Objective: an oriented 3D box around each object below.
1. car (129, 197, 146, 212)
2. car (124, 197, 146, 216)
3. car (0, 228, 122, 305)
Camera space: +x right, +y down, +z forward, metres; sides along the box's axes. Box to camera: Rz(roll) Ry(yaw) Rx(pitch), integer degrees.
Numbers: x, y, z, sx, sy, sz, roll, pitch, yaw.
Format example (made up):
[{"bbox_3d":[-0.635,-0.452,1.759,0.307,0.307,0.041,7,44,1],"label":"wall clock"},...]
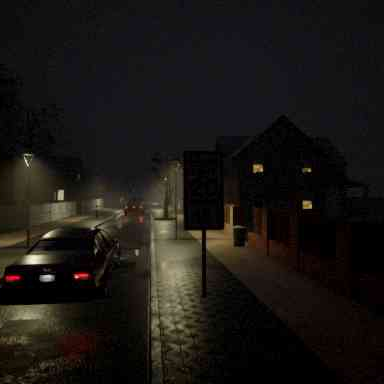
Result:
[{"bbox_3d":[-7.872,1.704,48.435,2.150,2.045,5.566,0,-1,-7],"label":"car"},{"bbox_3d":[-6.576,1.732,38.370,2.097,1.767,4.553,0,-1,-6],"label":"car"},{"bbox_3d":[-2.923,1.628,8.496,2.033,1.411,5.357,0,-1,-7],"label":"car"}]
